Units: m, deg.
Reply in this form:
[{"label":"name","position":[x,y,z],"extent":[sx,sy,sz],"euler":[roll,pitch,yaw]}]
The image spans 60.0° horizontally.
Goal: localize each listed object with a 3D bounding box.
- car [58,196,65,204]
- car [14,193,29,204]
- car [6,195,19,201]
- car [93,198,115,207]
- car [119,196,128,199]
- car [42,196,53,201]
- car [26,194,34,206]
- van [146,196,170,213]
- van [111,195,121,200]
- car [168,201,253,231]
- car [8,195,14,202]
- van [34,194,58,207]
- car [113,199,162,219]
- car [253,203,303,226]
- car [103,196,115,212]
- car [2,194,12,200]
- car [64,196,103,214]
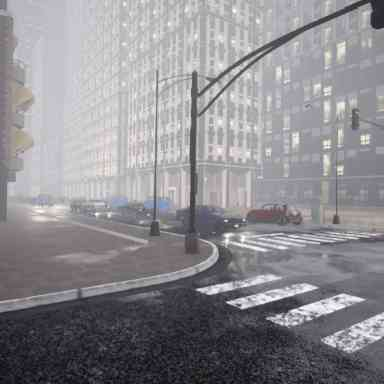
[{"label":"car","position":[-24.083,1.434,61.759],"extent":[1.882,1.535,5.008],"euler":[1,-1,-35]},{"label":"car","position":[-30.349,1.155,60.608],"extent":[2.192,1.841,5.009],"euler":[1,-1,-35]},{"label":"car","position":[-40.118,1.378,74.454],"extent":[2.008,1.369,4.403],"euler":[1,-1,-35]},{"label":"car","position":[-13.740,1.587,51.585],"extent":[1.947,1.339,4.313],"euler":[1,-1,-35]},{"label":"car","position":[-7.229,1.584,42.353],"extent":[2.008,1.369,4.403],"euler":[1,-1,-35]},{"label":"car","position":[-36.528,1.571,83.898],"extent":[1.802,1.307,4.206],"euler":[1,-1,-35]},{"label":"car","position":[-23.843,1.432,51.373],"extent":[1.802,1.307,4.206],"euler":[1,-1,-35]},{"label":"van","position":[-3.970,1.382,37.739],"extent":[1.690,1.788,3.998],"euler":[1,-1,-35]},{"label":"van","position":[-10.480,1.368,46.972],"extent":[1.690,1.788,3.998],"euler":[1,-1,-35]},{"label":"car","position":[0.954,1.498,20.709],"extent":[2.033,1.411,5.357],"euler":[1,-1,-36]},{"label":"car","position":[-36.864,1.397,69.838],"extent":[1.947,1.339,4.313],"euler":[1,-1,-35]},{"label":"van","position":[-20.584,1.197,46.759],"extent":[1.690,1.788,3.998],"euler":[1,-1,-35]},{"label":"car","position":[-4.793,1.537,28.856],"extent":[1.895,1.301,4.718],"euler":[1,-1,-35]},{"label":"car","position":[5.794,1.505,23.889],"extent":[1.967,1.590,4.097],"euler":[1,-1,-35]},{"label":"car","position":[-10.720,1.448,37.274],"extent":[1.812,1.442,4.674],"euler":[1,-1,-35]},{"label":"car","position":[-46.534,1.365,83.550],"extent":[1.752,1.417,4.829],"euler":[1,-1,-35]},{"label":"car","position":[-10.821,1.427,32.908],"extent":[2.008,1.369,4.403],"euler":[1,-1,-35]}]
